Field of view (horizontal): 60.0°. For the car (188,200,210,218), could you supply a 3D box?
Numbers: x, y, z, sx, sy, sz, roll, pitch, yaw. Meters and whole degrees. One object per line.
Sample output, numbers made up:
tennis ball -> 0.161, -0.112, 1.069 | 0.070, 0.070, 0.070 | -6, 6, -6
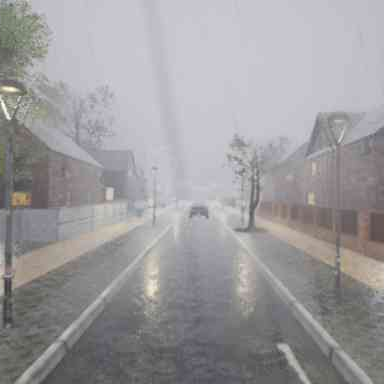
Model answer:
car -> 0.717, 1.800, 33.380 | 1.837, 1.490, 4.892 | 0, 0, 2

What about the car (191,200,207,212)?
car -> 1.003, 1.913, 47.632 | 2.128, 1.511, 4.902 | 0, 0, 2
